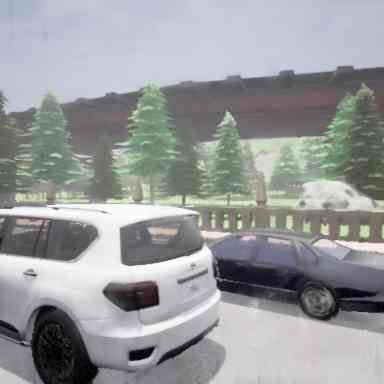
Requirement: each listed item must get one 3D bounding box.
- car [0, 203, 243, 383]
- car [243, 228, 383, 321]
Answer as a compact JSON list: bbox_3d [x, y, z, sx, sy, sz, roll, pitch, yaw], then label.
[{"bbox_3d":[-2.237,1.205,5.372,5.566,2.045,2.150,0,0,32],"label":"car"},{"bbox_3d":[1.520,1.509,7.172,5.357,1.411,2.033,0,0,33],"label":"car"}]
